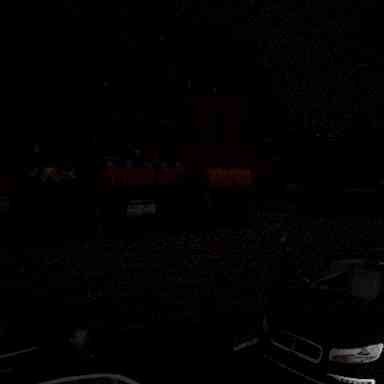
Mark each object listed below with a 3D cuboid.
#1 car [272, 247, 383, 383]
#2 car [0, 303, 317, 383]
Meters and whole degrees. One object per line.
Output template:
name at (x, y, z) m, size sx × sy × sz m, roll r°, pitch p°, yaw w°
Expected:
car at (2.865, 1.556, 4.887) m, size 4.403 × 1.369 × 2.008 m, roll 0°, pitch -2°, yaw -36°
car at (-1.567, 1.551, 1.718) m, size 4.403 × 1.369 × 2.008 m, roll 0°, pitch -2°, yaw -36°
